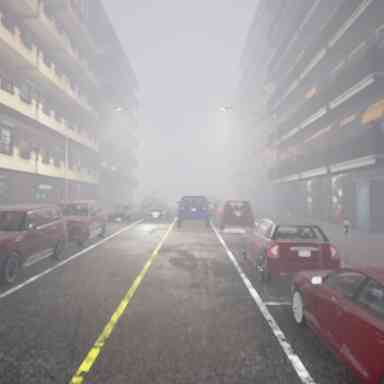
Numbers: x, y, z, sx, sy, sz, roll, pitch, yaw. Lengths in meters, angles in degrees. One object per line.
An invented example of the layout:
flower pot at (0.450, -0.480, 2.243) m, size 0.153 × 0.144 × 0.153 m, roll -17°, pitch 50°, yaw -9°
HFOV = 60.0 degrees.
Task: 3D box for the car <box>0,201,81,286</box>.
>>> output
car at (-5.286, 1.323, 9.675) m, size 2.192 × 1.841 × 5.009 m, roll 1°, pitch 0°, yaw 0°

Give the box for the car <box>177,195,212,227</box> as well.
car at (0.110, 1.237, 23.237) m, size 2.150 × 2.045 × 5.566 m, roll 0°, pitch -1°, yaw 0°

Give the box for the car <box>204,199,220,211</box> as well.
car at (2.569, 1.645, 42.798) m, size 1.802 × 1.307 × 4.206 m, roll 1°, pitch 0°, yaw 0°

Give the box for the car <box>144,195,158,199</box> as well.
car at (-5.272, 1.380, 42.857) m, size 2.192 × 1.841 × 5.009 m, roll 1°, pitch 0°, yaw 0°

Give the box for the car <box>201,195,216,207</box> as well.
car at (2.579, 1.413, 53.861) m, size 2.192 × 1.841 × 5.009 m, roll 1°, pitch 0°, yaw 0°

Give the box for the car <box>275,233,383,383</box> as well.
car at (2.586, 1.547, 4.079) m, size 1.887 × 1.381 × 4.507 m, roll 1°, pitch 0°, yaw 0°

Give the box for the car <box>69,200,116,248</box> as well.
car at (-5.284, 1.328, 15.205) m, size 2.192 × 1.841 × 5.009 m, roll 1°, pitch 0°, yaw 0°

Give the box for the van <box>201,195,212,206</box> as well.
van at (2.581, 1.459, 59.393) m, size 1.690 × 1.788 × 3.998 m, roll 1°, pitch 0°, yaw 0°

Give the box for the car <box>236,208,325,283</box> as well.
car at (2.598, 1.447, 9.610) m, size 1.967 × 1.590 × 4.097 m, roll 1°, pitch 0°, yaw 0°

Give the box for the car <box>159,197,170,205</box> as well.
car at (-5.268, 1.723, 64.982) m, size 1.802 × 1.307 × 4.206 m, roll 1°, pitch 0°, yaw 0°

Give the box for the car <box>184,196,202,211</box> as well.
car at (0.119, 1.411, 41.370) m, size 2.097 × 1.767 × 4.553 m, roll 0°, pitch 0°, yaw 0°

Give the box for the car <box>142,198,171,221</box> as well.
car at (-2.736, 1.521, 27.356) m, size 2.128 × 1.511 × 4.902 m, roll 0°, pitch 0°, yaw 0°

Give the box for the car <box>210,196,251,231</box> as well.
car at (2.565, 1.333, 20.672) m, size 2.192 × 1.841 × 5.009 m, roll 1°, pitch 0°, yaw 0°

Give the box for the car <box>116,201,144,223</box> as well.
car at (-5.285, 1.594, 26.267) m, size 1.947 × 1.339 × 4.313 m, roll 1°, pitch 0°, yaw 0°

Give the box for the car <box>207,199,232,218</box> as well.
car at (2.566, 1.477, 31.736) m, size 1.967 × 1.590 × 4.097 m, roll 1°, pitch 0°, yaw 0°
